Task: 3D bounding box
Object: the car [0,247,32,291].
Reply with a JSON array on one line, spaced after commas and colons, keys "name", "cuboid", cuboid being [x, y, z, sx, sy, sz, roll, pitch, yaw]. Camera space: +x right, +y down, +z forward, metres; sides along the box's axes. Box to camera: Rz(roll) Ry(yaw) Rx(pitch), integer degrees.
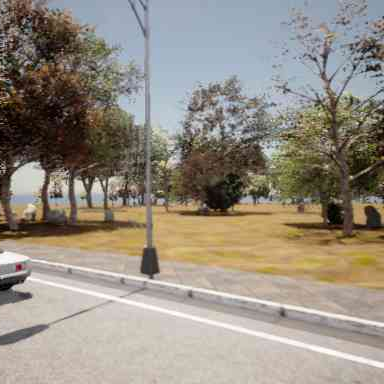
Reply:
[{"name": "car", "cuboid": [-5.959, 1.658, 7.783, 4.718, 1.301, 1.895, 0, 0, 32]}]
